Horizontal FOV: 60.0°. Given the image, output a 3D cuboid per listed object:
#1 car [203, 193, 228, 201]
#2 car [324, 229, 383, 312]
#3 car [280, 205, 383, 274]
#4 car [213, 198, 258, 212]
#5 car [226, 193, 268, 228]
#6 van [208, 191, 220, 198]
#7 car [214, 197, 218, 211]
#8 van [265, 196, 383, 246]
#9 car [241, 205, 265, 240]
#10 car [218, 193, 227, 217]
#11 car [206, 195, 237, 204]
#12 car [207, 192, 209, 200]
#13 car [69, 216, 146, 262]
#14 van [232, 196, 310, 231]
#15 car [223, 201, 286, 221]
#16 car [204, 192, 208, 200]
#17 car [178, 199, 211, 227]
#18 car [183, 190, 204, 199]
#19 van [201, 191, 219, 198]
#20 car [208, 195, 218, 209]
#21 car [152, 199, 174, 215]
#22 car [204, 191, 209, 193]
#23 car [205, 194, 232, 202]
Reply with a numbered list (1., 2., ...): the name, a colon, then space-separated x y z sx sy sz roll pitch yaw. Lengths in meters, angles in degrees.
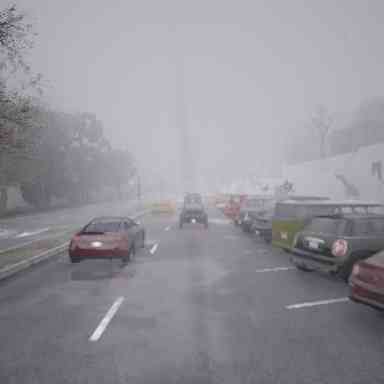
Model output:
1. car: 5.083 1.030 71.725 4.892 1.521 2.231 1 1 -20
2. car: 5.066 1.532 6.093 4.674 1.452 2.002 1 0 -20
3. car: 5.043 1.366 9.066 4.553 1.767 2.185 1 0 -20
4. car: 5.098 1.467 38.931 4.792 1.488 2.163 1 0 -20
5. car: 5.049 1.243 18.009 5.566 2.045 2.435 1 0 -20
6. van: 4.967 1.153 44.832 4.442 1.987 1.878 1 1 -20
7. car: 5.044 1.502 32.934 4.792 1.488 2.163 1 1 -20
8. van: 5.182 1.269 12.101 4.442 1.987 1.878 1 0 -20
9. car: 5.065 1.495 15.040 4.892 1.521 2.231 1 0 -20
10. car: 5.101 1.245 24.005 5.566 2.045 2.435 1 0 -20
11. car: 5.099 1.247 56.833 4.792 1.488 2.163 1 1 -20
12. car: 5.045 1.217 47.860 4.553 1.767 2.185 1 1 -20
13. car: -2.899 1.567 12.150 1.994 1.385 4.181 0 0 0
14. van: 4.966 1.268 20.962 4.442 1.987 1.878 1 0 -20
15. car: 5.068 1.531 26.977 4.674 1.452 2.002 1 0 -20
16. car: 4.899 1.257 53.771 5.366 1.575 1.946 1 1 -20
17. car: 0.102 1.512 22.794 1.837 1.490 4.892 0 0 0
18. car: 0.099 1.139 41.783 2.150 2.045 5.566 0 0 0
19. van: 4.968 0.646 89.578 4.442 1.987 1.878 1 1 -20
20. car: 4.900 1.451 35.861 5.366 1.575 1.946 1 1 -20
21. car: -2.898 1.453 34.113 1.882 1.535 5.008 0 0 0
22. car: 4.900 1.170 59.737 5.366 1.575 1.946 1 1 -20
23. car: 5.069 1.175 62.786 4.674 1.452 2.002 1 0 -20
